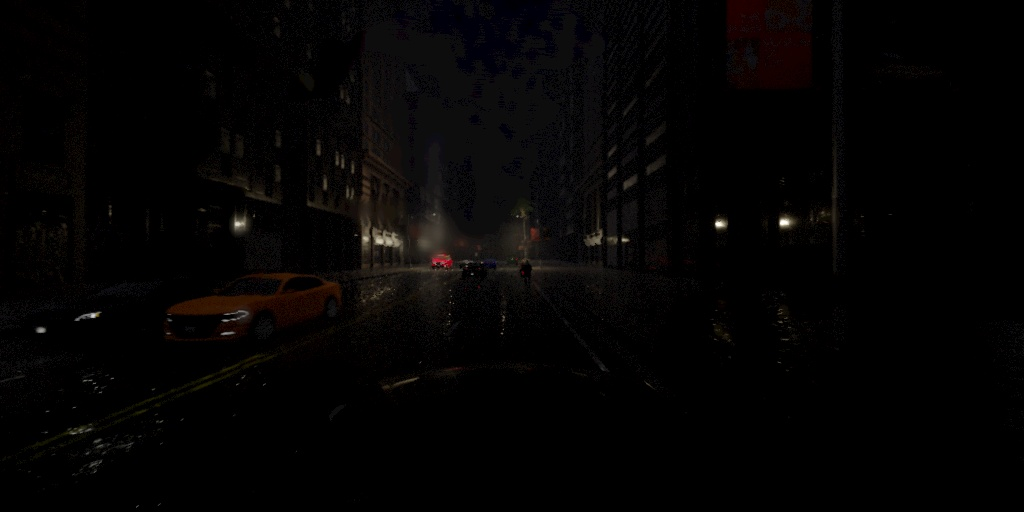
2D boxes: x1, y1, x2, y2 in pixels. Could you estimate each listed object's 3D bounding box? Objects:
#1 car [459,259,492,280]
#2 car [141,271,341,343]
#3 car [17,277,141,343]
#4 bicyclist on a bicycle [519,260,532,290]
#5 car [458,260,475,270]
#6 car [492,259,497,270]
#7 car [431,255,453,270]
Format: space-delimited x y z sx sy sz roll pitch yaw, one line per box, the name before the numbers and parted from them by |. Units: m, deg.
car | -3.146 1.224 30.882 2.128 1.511 4.902 0 0 0
car | -6.598 1.224 9.836 1.882 1.535 5.008 0 0 0
car | -9.848 1.272 9.820 1.812 1.442 4.674 0 0 0
bicyclist on a bicycle | 0.897 1.110 21.065 0.659 1.776 1.843 0 0 0
car | -6.552 1.283 52.432 1.895 1.301 4.718 0 0 0
car | -3.141 1.165 50.751 1.882 1.535 5.008 0 0 0
car | -9.812 0.909 50.659 2.150 2.045 5.566 0 0 0
